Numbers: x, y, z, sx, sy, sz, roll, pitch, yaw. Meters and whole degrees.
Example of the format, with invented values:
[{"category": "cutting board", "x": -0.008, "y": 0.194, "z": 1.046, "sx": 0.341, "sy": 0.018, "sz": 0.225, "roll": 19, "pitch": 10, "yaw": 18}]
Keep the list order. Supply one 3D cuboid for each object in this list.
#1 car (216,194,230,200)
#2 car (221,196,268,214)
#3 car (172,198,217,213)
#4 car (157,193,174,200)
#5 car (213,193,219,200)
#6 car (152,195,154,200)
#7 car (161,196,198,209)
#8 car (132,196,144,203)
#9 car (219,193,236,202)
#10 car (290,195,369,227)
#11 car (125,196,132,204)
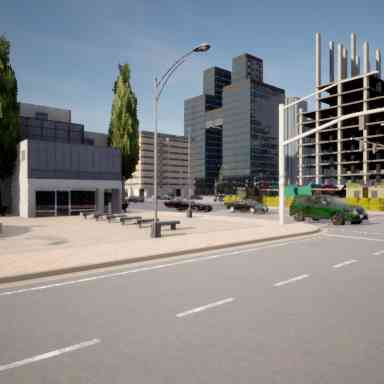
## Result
[{"category": "car", "x": 8.798, "y": 1.395, "z": 94.140, "sx": 3.806, "sy": 1.475, "sz": 1.970, "roll": 0, "pitch": 0, "yaw": -40}, {"category": "car", "x": 5.774, "y": 1.491, "z": 34.998, "sx": 2.128, "sy": 1.511, "sz": 4.902, "roll": 0, "pitch": 0, "yaw": -38}, {"category": "car", "x": 0.199, "y": 1.601, "z": 36.436, "sx": 1.895, "sy": 1.301, "sz": 4.718, "roll": 0, "pitch": 0, "yaw": -38}, {"category": "car", "x": -6.380, "y": 1.156, "z": 85.082, "sx": 3.866, "sy": 1.878, "sz": 1.905, "roll": 0, "pitch": 0, "yaw": -40}, {"category": "car", "x": 6.165, "y": 1.156, "z": 69.992, "sx": 3.866, "sy": 1.878, "sz": 1.905, "roll": 0, "pitch": 0, "yaw": -40}, {"category": "car", "x": -8.185, "y": 1.153, "z": 87.346, "sx": 4.605, "sy": 1.855, "sz": 1.932, "roll": 0, "pitch": 0, "yaw": -40}, {"category": "car", "x": -1.690, "y": 1.601, "z": 44.502, "sx": 1.895, "sy": 1.301, "sz": 4.718, "roll": 0, "pitch": 0, "yaw": -38}, {"category": "car", "x": -11.717, "y": 1.491, "z": 68.910, "sx": 2.128, "sy": 1.511, "sz": 4.902, "roll": 0, "pitch": 0, "yaw": -38}, {"category": "car", "x": 8.003, "y": 1.395, "z": 67.756, "sx": 3.806, "sy": 1.475, "sz": 1.970, "roll": 0, "pitch": 0, "yaw": -40}, {"category": "car", "x": 9.488, "y": 1.223, "z": 23.613, "sx": 2.150, "sy": 2.045, "sz": 5.566, "roll": 0, "pitch": 0, "yaw": -29}, {"category": "car", "x": -13.166, "y": 1.493, "z": 59.254, "sx": 2.128, "sy": 1.511, "sz": 4.902, "roll": 0, "pitch": 0, "yaw": -38}]
